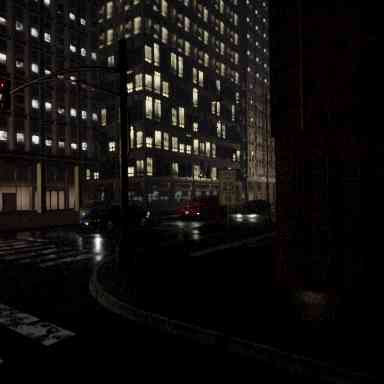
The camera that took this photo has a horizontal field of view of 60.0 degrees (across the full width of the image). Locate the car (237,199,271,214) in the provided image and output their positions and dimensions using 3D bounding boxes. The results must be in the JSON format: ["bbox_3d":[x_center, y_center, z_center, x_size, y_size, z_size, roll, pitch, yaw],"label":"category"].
[{"bbox_3d":[7.208,1.584,37.512,1.882,1.535,5.008,-1,-1,36],"label":"car"}]

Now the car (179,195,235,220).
[{"bbox_3d":[1.205,1.307,29.149,2.150,2.045,5.566,-1,-1,36],"label":"car"}]

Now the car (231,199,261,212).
[{"bbox_3d":[6.798,1.689,41.405,1.752,1.417,4.829,-2,-1,36],"label":"car"}]

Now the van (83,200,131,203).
[{"bbox_3d":[-6.030,1.460,23.491,1.690,1.788,3.998,-2,-1,36],"label":"van"}]

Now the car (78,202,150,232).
[{"bbox_3d":[-4.683,1.571,20.958,1.837,1.490,4.892,-1,-1,33],"label":"car"}]
